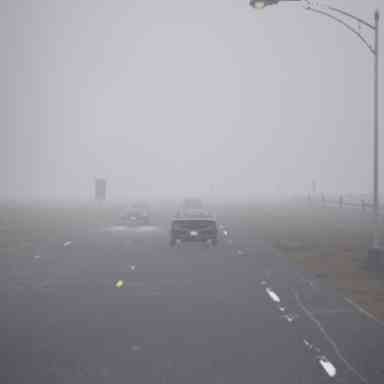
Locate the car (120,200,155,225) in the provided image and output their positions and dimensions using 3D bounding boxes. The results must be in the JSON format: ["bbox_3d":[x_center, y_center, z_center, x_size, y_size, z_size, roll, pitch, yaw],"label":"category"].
[{"bbox_3d":[-3.580,1.322,22.624,1.812,1.442,4.674,0,1,0],"label":"car"}]

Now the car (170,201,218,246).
[{"bbox_3d":[0.076,1.390,14.884,1.882,1.535,5.008,0,0,0],"label":"car"}]

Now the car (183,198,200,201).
[{"bbox_3d":[0.071,1.231,29.425,1.994,1.385,4.181,0,1,0],"label":"car"}]
